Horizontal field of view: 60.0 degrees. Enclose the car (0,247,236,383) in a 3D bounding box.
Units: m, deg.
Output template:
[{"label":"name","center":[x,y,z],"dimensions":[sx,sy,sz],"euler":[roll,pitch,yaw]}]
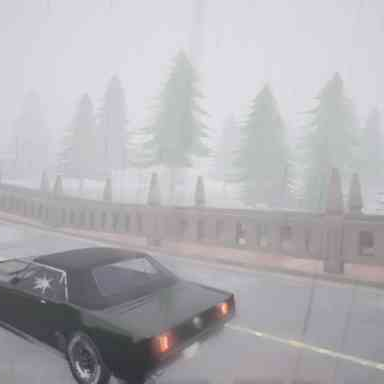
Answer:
[{"label":"car","center":[-1.801,1.571,5.276],"dimensions":[4.718,1.301,1.895],"euler":[1,1,35]}]
